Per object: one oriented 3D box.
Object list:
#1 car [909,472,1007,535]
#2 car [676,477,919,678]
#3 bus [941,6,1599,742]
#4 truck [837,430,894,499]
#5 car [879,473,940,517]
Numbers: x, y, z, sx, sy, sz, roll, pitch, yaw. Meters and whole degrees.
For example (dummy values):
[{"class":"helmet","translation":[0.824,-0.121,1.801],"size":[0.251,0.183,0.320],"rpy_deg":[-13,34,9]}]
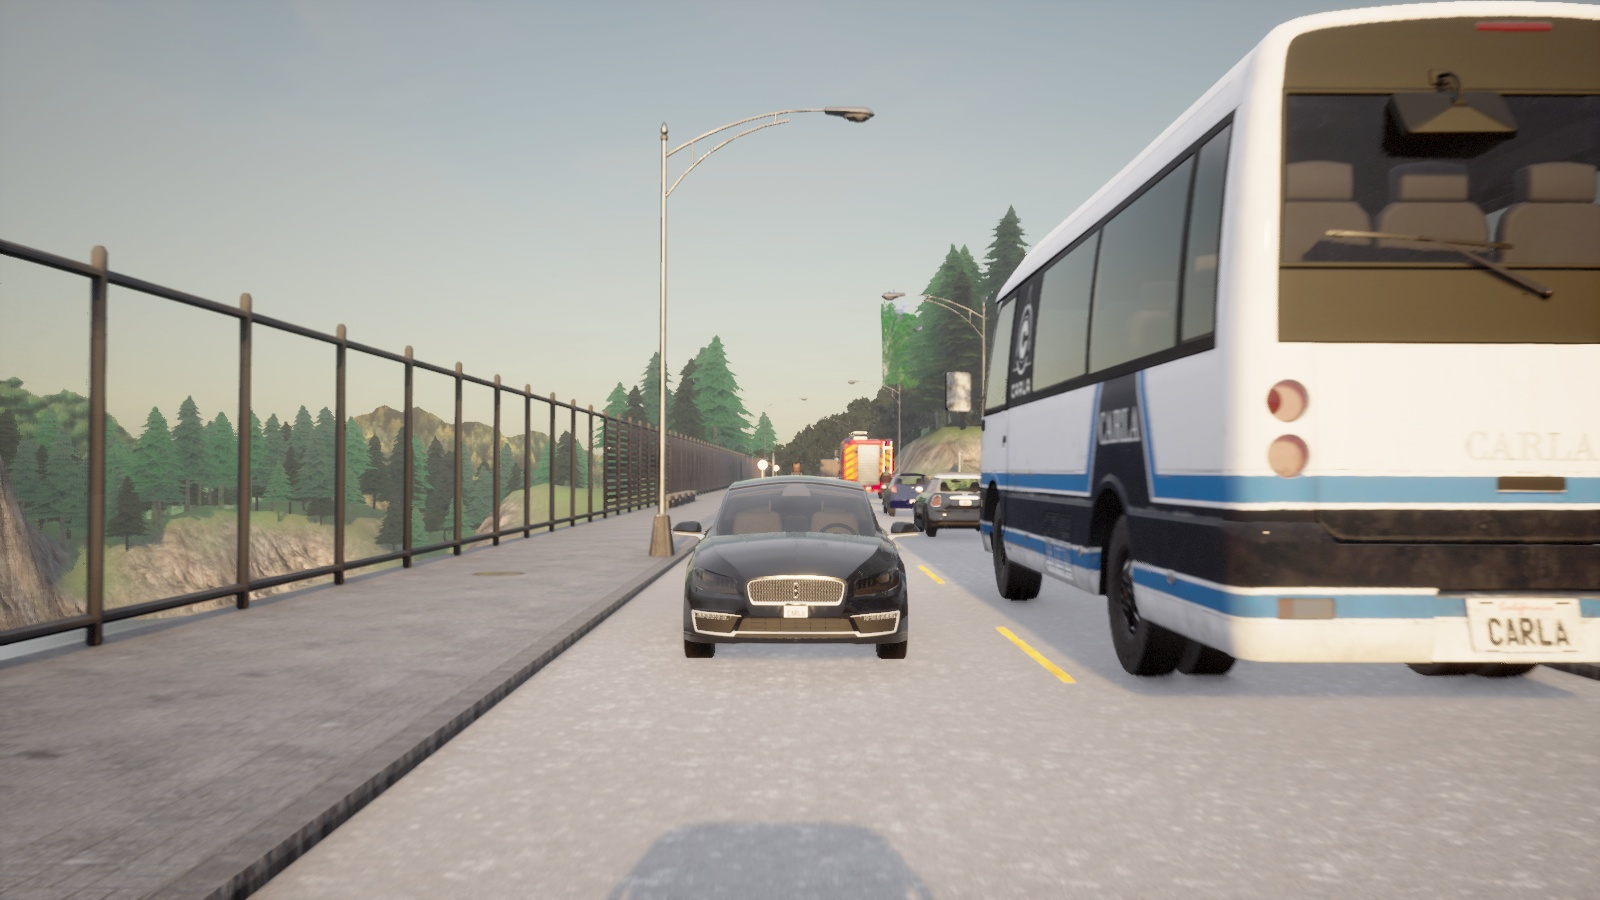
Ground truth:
[{"class":"car","translation":[3.923,1.295,31.703],"size":[1.970,1.475,3.806],"rpy_deg":[0,-1,0]},{"class":"car","translation":[-0.029,1.020,11.965],"size":[1.837,1.490,4.892],"rpy_deg":[0,-1,0]},{"class":"bus","translation":[3.964,-0.370,12.403],"size":[3.944,4.253,10.273],"rpy_deg":[0,-1,0]},{"class":"truck","translation":[3.819,0.887,74.817],"size":[2.891,3.827,8.468],"rpy_deg":[0,-1,0]},{"class":"car","translation":[3.891,1.567,45.027],"size":[1.845,1.501,3.633],"rpy_deg":[0,-1,0]}]
